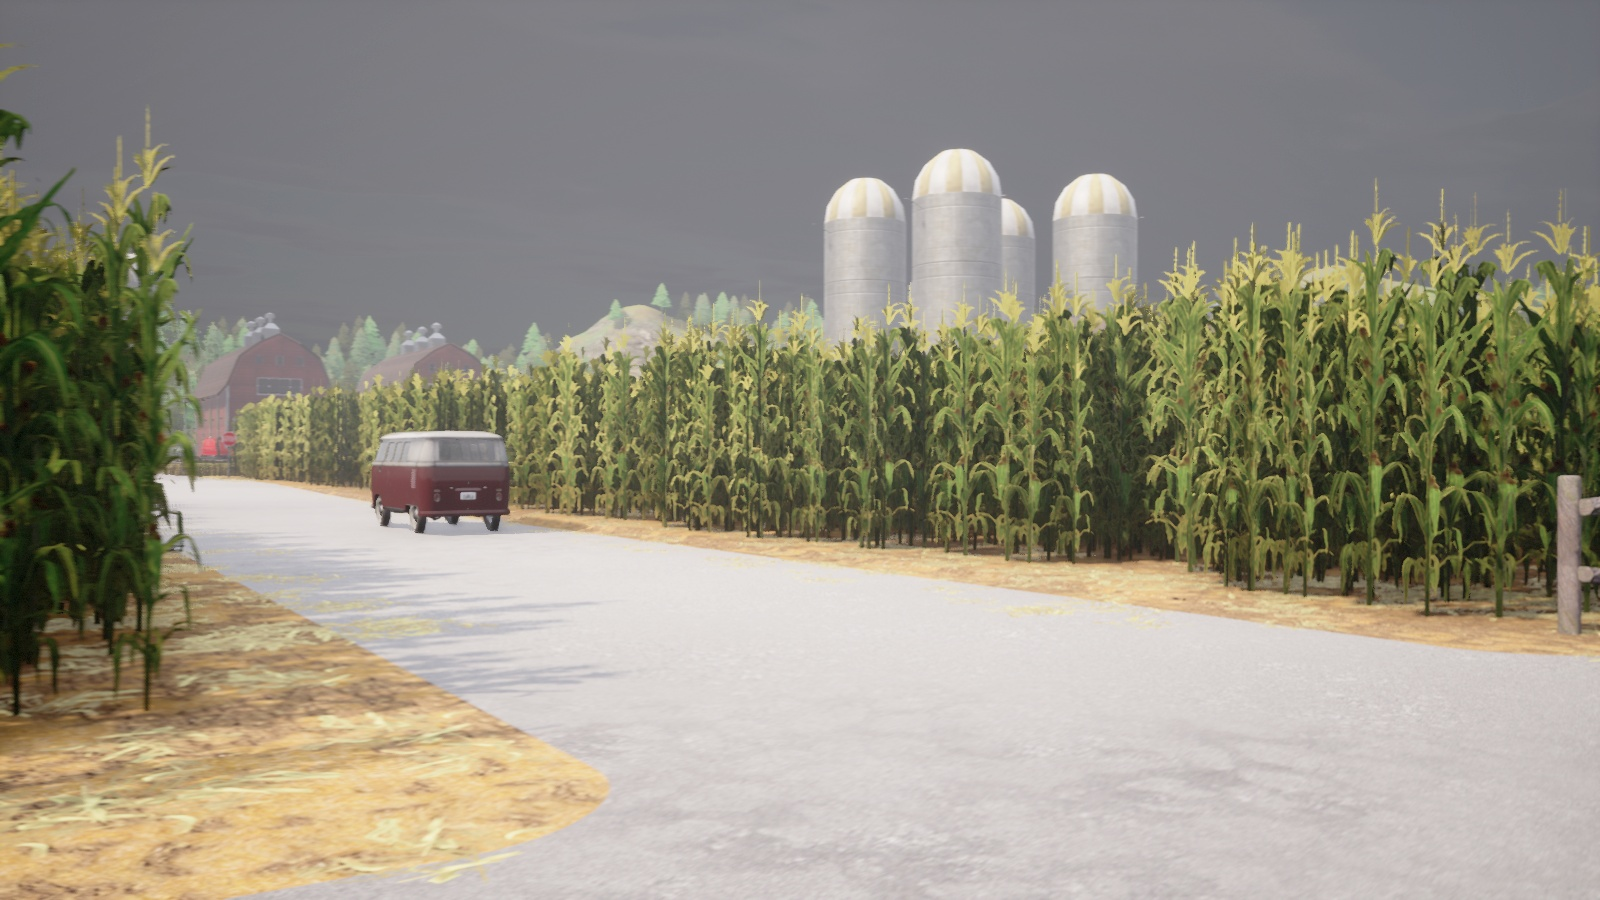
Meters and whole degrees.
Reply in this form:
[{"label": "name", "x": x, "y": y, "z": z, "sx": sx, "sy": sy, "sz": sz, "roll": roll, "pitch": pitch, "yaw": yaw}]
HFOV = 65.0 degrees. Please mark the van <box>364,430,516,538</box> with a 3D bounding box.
[{"label": "van", "x": -7.398, "y": 0.641, "z": 25.514, "sx": 1.775, "sy": 1.987, "sz": 4.442, "roll": 0, "pitch": 0, "yaw": -33}]
